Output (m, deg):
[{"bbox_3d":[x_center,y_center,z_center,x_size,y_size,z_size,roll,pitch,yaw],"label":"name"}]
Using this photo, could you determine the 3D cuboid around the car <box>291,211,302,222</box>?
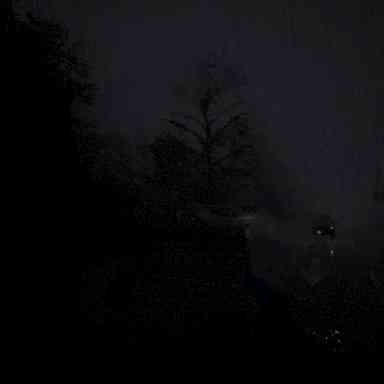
[{"bbox_3d":[13.768,3.565,48.381,4.674,1.452,2.002,0,-4,22],"label":"car"}]

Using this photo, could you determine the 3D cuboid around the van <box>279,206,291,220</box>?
[{"bbox_3d":[6.040,2.190,29.121,4.442,1.987,1.878,0,-3,22],"label":"van"}]

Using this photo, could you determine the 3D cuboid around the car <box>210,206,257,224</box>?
[{"bbox_3d":[5.342,3.007,42.971,5.566,2.045,2.150,-4,-4,25],"label":"car"}]

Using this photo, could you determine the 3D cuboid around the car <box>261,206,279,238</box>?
[{"bbox_3d":[1.758,1.725,18.810,5.566,2.045,2.435,0,-2,22],"label":"car"}]

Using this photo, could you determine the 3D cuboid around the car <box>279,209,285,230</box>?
[{"bbox_3d":[3.706,2.186,24.175,5.366,1.575,1.946,0,-2,22],"label":"car"}]

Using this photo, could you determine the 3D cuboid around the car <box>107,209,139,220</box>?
[{"bbox_3d":[-10.257,3.280,49.414,4.181,1.385,1.994,1,-1,22],"label":"car"}]

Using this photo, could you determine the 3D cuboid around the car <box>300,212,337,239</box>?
[{"bbox_3d":[8.390,2.192,21.807,1.812,1.442,4.674,0,-3,22],"label":"car"}]

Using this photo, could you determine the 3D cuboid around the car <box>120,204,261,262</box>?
[{"bbox_3d":[-0.273,1.556,13.742,5.566,2.045,2.435,0,-2,22],"label":"car"}]

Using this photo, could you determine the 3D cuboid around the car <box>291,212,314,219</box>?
[{"bbox_3d":[25.545,5.376,76.763,4.892,1.521,2.231,0,-4,23],"label":"car"}]

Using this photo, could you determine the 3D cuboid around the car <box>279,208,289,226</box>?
[{"bbox_3d":[4.707,2.294,26.639,5.366,1.575,1.946,0,-3,22],"label":"car"}]

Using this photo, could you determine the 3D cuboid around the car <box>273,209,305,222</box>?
[{"bbox_3d":[14.920,3.589,51.340,4.553,1.767,2.185,0,-4,22],"label":"car"}]

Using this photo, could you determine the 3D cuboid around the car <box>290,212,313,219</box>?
[{"bbox_3d":[24.285,5.218,73.743,4.674,1.452,2.002,0,-4,23],"label":"car"}]

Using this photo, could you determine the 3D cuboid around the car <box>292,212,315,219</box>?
[{"bbox_3d":[26.791,5.572,79.784,5.008,1.535,2.097,0,-4,23],"label":"car"}]

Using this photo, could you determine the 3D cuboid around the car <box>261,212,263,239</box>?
[{"bbox_3d":[0.697,1.889,16.219,4.892,1.521,2.231,0,-2,22],"label":"car"}]

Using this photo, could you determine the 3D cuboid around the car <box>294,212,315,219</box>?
[{"bbox_3d":[28.006,5.802,82.680,4.674,1.452,2.002,0,-4,23],"label":"car"}]
